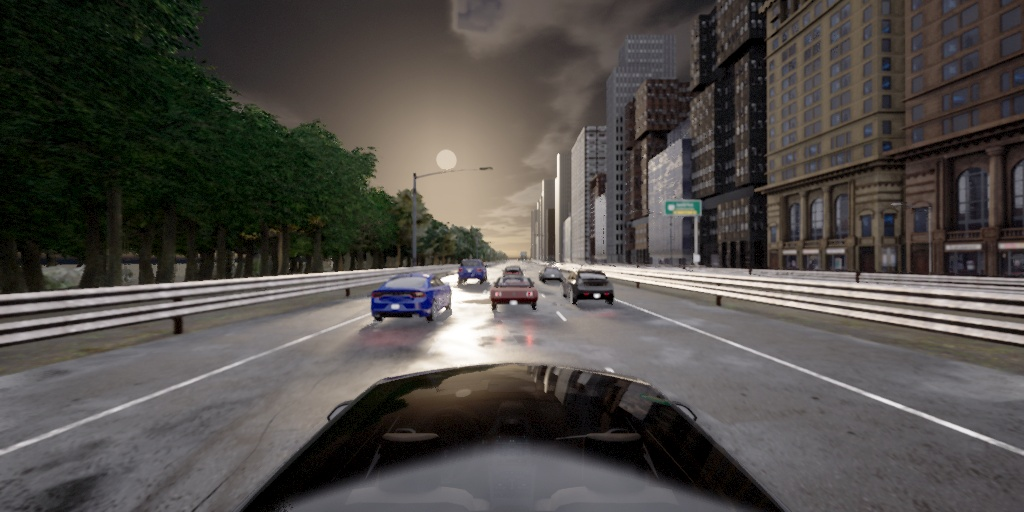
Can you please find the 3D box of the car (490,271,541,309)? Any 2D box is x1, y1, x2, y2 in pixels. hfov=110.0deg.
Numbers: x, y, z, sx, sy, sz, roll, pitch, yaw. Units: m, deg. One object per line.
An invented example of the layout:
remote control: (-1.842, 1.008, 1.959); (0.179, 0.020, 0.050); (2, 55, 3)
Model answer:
car: (0.082, 1.532, 16.010); (1.895, 1.301, 4.718); (0, -1, 0)

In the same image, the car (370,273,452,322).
car: (-3.436, 1.370, 13.084); (1.882, 1.535, 5.008); (0, -1, 0)

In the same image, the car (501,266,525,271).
car: (0.082, 1.653, 32.756); (1.837, 1.490, 4.892); (0, -1, 0)

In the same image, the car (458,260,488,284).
car: (-3.418, 1.355, 31.728); (2.150, 2.045, 5.566); (0, -1, 0)

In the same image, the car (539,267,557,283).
car: (3.584, 1.722, 33.462); (1.994, 1.385, 4.181); (0, -1, 0)

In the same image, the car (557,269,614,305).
car: (3.585, 1.456, 17.536); (1.837, 1.490, 4.892); (0, -1, 0)
